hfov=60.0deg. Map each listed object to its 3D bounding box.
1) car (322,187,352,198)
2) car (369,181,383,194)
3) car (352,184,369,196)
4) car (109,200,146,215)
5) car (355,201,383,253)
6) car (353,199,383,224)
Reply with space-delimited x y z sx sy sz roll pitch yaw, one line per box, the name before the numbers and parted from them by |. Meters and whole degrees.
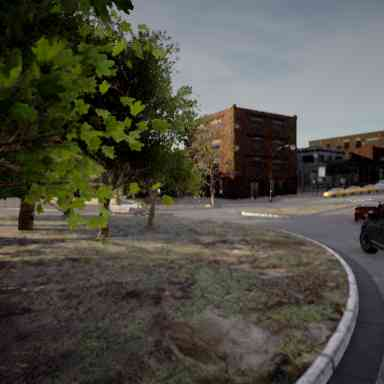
car | 23.554 0.073 54.720 5.366 1.575 1.946 -4 2 -35
car | 32.550 -0.597 61.098 5.366 1.575 1.946 -4 2 -35
car | 28.054 -0.263 57.904 5.366 1.575 1.946 -4 2 -35
car | -6.809 1.520 33.280 4.674 1.442 1.812 0 0 15
car | 7.003 1.216 10.322 2.150 2.045 5.566 0 0 14
car | 14.003 1.394 25.685 1.882 1.535 5.008 -1 1 37
